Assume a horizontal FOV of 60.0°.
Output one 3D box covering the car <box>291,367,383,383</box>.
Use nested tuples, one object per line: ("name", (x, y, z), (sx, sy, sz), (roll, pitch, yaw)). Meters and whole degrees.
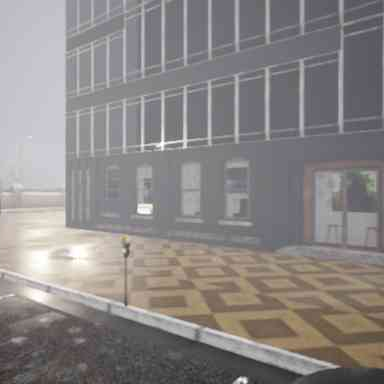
("car", (2.337, 1.556, 1.205), (4.403, 1.369, 2.008), (0, 0, 36))
